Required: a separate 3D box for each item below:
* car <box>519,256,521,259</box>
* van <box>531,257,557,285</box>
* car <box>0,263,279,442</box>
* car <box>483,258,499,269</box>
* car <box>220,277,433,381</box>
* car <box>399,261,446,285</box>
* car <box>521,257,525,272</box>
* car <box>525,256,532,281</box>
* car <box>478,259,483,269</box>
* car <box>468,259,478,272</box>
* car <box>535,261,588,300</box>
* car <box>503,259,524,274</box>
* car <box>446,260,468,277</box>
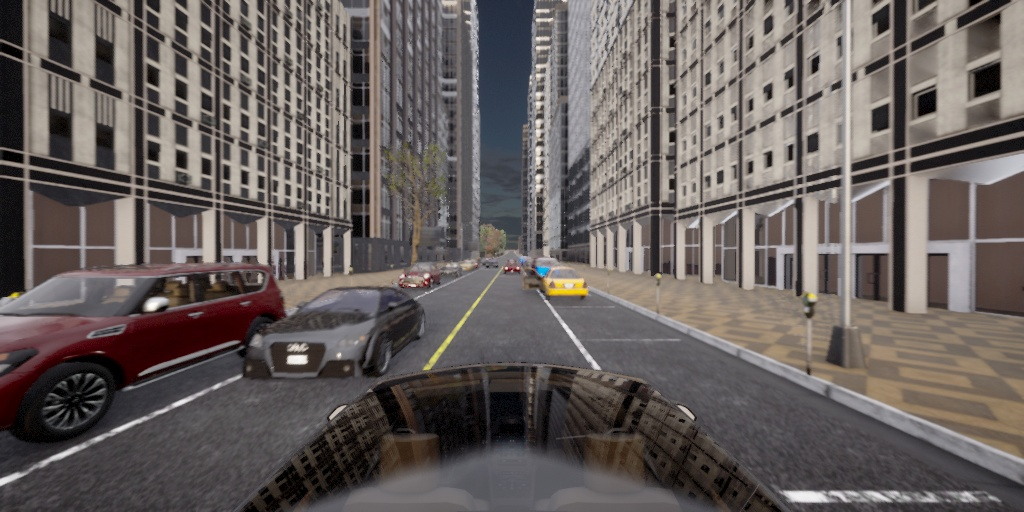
[{"bbox_3d":[-0.004,1.132,53.096,1.882,1.535,5.008,0,0,0],"label":"car"},{"bbox_3d":[2.685,1.051,28.308,1.690,1.789,3.998,0,0,0],"label":"van"},{"bbox_3d":[-5.691,1.060,5.516,2.192,1.841,5.009,0,0,0],"label":"car"},{"bbox_3d":[-3.012,1.195,55.229,2.033,1.411,5.357,0,0,0],"label":"car"},{"bbox_3d":[-3.099,1.307,7.167,1.994,1.385,4.181,0,0,0],"label":"car"},{"bbox_3d":[-5.694,1.159,22.611,1.967,1.591,4.097,0,0,0],"label":"car"},{"bbox_3d":[2.680,1.210,51.106,2.007,1.370,4.403,0,0,0],"label":"car"},{"bbox_3d":[2.684,1.014,34.007,2.192,1.841,5.009,0,0,0],"label":"car"},{"bbox_3d":[-5.701,1.099,51.105,1.967,1.591,4.097,0,0,0],"label":"car"},{"bbox_3d":[-5.699,1.199,45.235,1.751,1.417,4.829,0,0,0],"label":"car"},{"bbox_3d":[2.347,1.185,17.332,1.801,1.575,5.366,0,0,0],"label":"car"},{"bbox_3d":[0.035,1.289,39.382,1.895,1.301,4.718,0,0,1],"label":"car"},{"bbox_3d":[-5.697,1.249,34.008,2.007,1.370,4.403,0,0,0],"label":"car"}]
